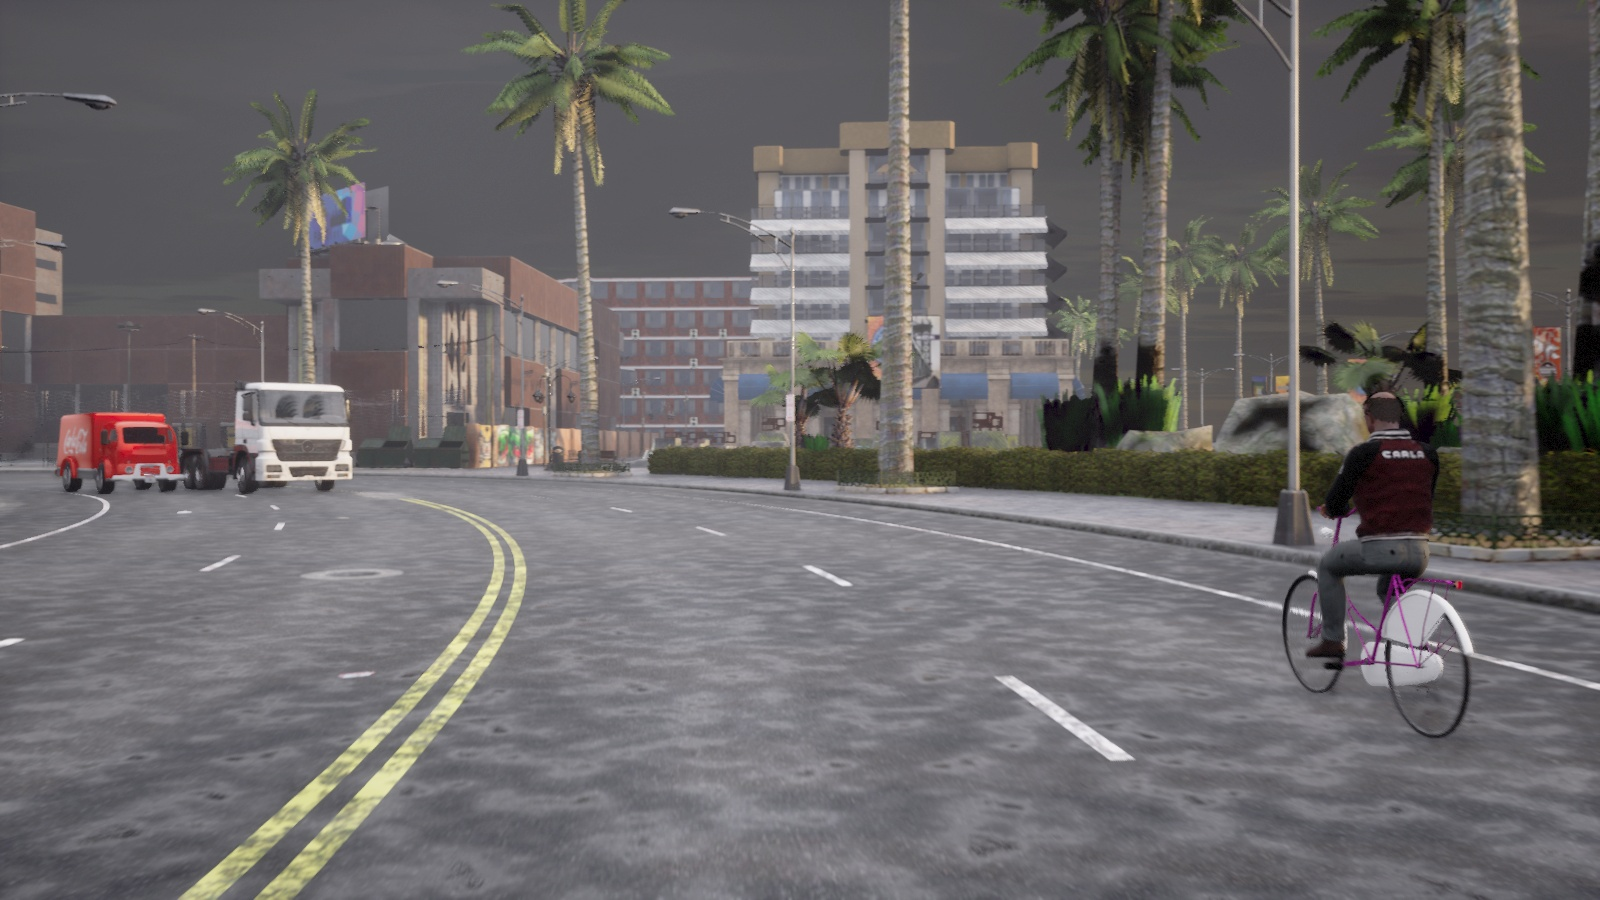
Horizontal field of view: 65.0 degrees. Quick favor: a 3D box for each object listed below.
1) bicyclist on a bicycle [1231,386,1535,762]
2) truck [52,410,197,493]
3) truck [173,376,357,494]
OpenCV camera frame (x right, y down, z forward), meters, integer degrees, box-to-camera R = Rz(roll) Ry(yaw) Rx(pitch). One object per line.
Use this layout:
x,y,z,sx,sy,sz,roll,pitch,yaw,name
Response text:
3.087,0.579,6.878,0.659,1.776,1.843,0,1,-6,bicyclist on a bicycle
-21.463,0.033,39.787,5.204,2.467,2.627,0,0,45,truck
-17.431,-0.466,40.590,2.891,3.462,7.936,0,0,-43,truck
